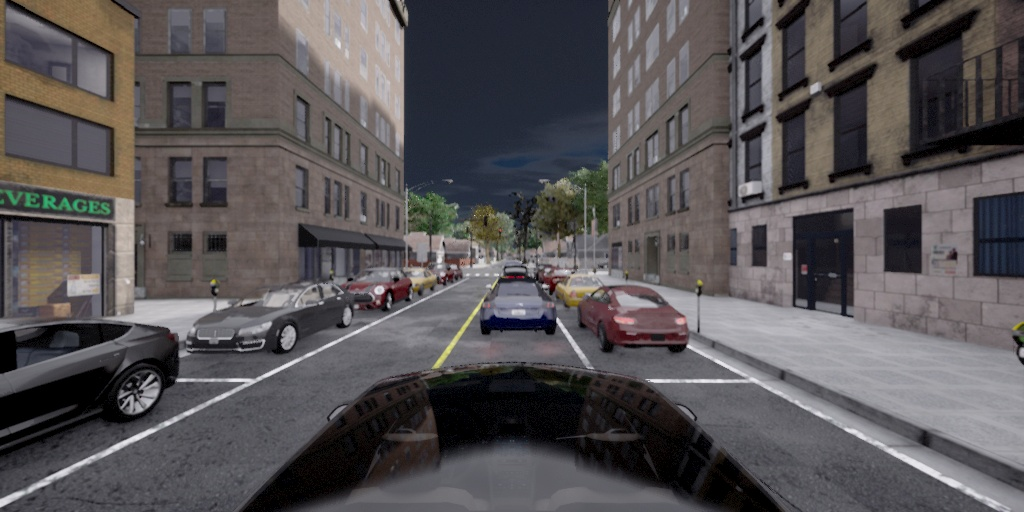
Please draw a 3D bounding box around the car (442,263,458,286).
[{"bbox_3d":[-5.262,1.204,25.194,1.967,1.591,4.097,0,0,0],"label":"car"}]

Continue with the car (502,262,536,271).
[{"bbox_3d":[0.198,1.265,20.557,1.837,1.490,4.892,0,0,0],"label":"car"}]

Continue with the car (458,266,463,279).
[{"bbox_3d":[-5.230,1.351,30.713,1.802,1.307,4.207,0,0,0],"label":"car"}]

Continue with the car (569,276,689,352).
[{"bbox_3d":[2.668,1.334,8.595,1.802,1.307,4.207,0,0,0],"label":"car"}]

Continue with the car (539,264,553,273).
[{"bbox_3d":[2.732,1.305,19.631,1.888,1.381,4.507,0,0,0],"label":"car"}]

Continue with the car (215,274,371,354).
[{"bbox_3d":[-5.357,1.302,8.638,2.007,1.370,4.403,0,0,0],"label":"car"}]

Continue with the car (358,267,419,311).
[{"bbox_3d":[-5.325,1.195,14.156,1.967,1.591,4.097,0,0,0],"label":"car"}]

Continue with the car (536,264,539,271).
[{"bbox_3d":[2.763,1.346,25.149,1.802,1.307,4.207,0,0,0],"label":"car"}]

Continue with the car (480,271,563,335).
[{"bbox_3d":[0.148,1.317,10.572,1.994,1.385,4.181,0,0,0],"label":"car"}]

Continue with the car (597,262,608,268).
[{"bbox_3d":[15.203,1.190,53.575,4.892,1.490,1.837,-2,0,0],"label":"car"}]

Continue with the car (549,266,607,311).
[{"bbox_3d":[2.701,1.281,14.283,1.751,1.417,4.829,0,0,0],"label":"car"}]

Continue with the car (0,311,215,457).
[{"bbox_3d":[-5.389,1.316,3.120,1.948,1.339,4.313,0,0,0],"label":"car"}]

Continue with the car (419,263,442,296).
[{"bbox_3d":[-5.294,1.285,19.505,1.751,1.417,4.829,0,0,0],"label":"car"}]
